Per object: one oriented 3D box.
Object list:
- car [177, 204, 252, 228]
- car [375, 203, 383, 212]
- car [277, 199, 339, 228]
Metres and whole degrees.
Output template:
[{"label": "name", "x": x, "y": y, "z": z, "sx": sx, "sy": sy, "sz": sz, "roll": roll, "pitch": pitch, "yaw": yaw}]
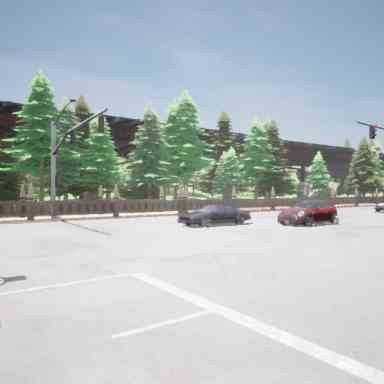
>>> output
[{"label": "car", "x": 1.632, "y": 1.551, "z": 22.382, "sx": 5.357, "sy": 1.411, "sz": 2.033, "roll": 0, "pitch": 0, "yaw": -36}, {"label": "car", "x": 22.421, "y": 1.599, "z": 37.265, "sx": 4.718, "sy": 1.301, "sz": 1.895, "roll": 0, "pitch": 0, "yaw": -36}, {"label": "car", "x": 7.887, "y": 1.353, "z": 22.557, "sx": 4.553, "sy": 1.767, "sz": 2.097, "roll": 0, "pitch": 0, "yaw": -36}]
